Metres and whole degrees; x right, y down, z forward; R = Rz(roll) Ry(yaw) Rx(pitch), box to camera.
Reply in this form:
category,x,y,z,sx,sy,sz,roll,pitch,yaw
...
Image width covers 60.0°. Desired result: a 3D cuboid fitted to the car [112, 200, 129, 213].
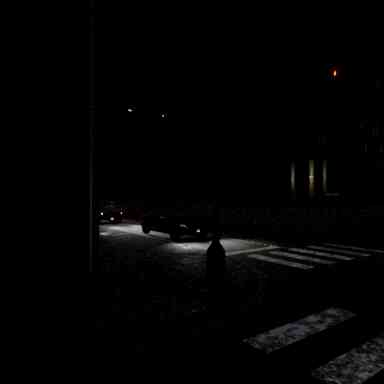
category,x,y,z,sx,sy,sz,roll,pitch,yaw
car,-7.607,1.538,31.858,1.812,1.442,4.674,0,0,-36

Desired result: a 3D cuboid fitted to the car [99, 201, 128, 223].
category,x,y,z,sx,sy,sz,roll,pitch,yaw
car,-6.993,1.608,25.548,1.895,1.301,4.718,0,0,-36

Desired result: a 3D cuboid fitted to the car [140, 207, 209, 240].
category,x,y,z,sx,sy,sz,roll,pitch,yaw
car,-1.066,1.530,17.339,1.812,1.442,4.674,0,0,-36
